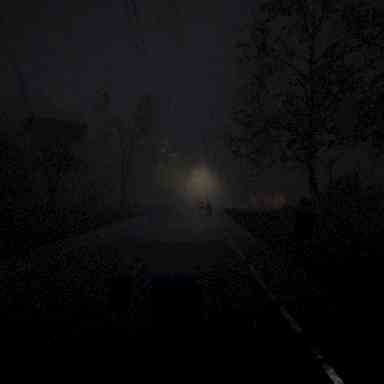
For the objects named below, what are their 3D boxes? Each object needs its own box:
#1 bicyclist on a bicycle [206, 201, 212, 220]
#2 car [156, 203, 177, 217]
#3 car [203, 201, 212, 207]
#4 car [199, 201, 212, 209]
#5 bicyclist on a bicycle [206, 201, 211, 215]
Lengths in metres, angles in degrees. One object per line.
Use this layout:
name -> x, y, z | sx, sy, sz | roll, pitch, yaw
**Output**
bicyclist on a bicycle -> 1.616, 1.818, 31.003 | 0.582, 1.620, 1.656 | 0, -1, 2
car -> -2.708, 1.909, 36.391 | 1.882, 1.535, 5.008 | 0, -1, 3
car -> 3.498, 2.591, 73.663 | 1.895, 1.301, 4.718 | 0, -1, 6
car -> 2.304, 2.346, 58.163 | 1.895, 1.301, 4.718 | 0, -1, 4
bicyclist on a bicycle -> 2.035, 1.941, 40.131 | 0.582, 1.620, 1.656 | 0, -1, 3
